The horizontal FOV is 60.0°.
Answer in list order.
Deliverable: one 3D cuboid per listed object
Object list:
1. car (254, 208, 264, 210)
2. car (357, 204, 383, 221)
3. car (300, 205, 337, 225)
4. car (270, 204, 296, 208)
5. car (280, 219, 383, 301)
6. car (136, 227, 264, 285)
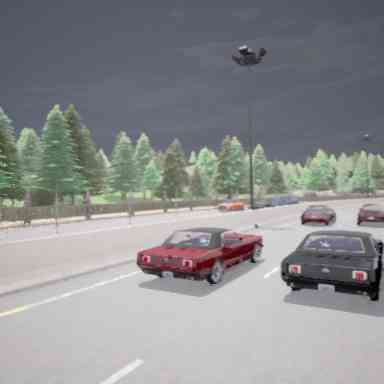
[{"bbox_3d":[9.375,1.847,44.434,2.033,1.411,5.357,-1,-1,36],"label":"car"},{"bbox_3d":[12.905,1.554,23.719,1.812,1.442,4.674,-1,-1,31],"label":"car"},{"bbox_3d":[9.478,1.661,24.819,1.994,1.385,4.181,-1,-1,31],"label":"car"},{"bbox_3d":[11.493,1.456,41.389,2.150,2.045,5.566,-2,-1,36],"label":"car"},{"bbox_3d":[3.811,1.626,8.528,1.895,1.301,4.718,-1,-1,31],"label":"car"},{"bbox_3d":[0.556,1.694,9.901,1.895,1.301,4.718,-1,-1,31],"label":"car"}]
